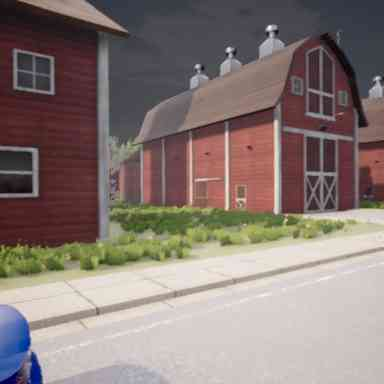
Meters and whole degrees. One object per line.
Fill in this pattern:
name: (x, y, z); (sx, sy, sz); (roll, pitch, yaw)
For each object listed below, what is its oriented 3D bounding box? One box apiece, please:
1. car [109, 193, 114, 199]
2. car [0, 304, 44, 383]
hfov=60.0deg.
car: (-18.369, 1.141, 73.050); (1.905, 1.878, 3.866); (-1, 0, -35)
car: (-3.422, 1.493, 1.532); (5.008, 1.535, 1.882); (-1, 0, -35)
